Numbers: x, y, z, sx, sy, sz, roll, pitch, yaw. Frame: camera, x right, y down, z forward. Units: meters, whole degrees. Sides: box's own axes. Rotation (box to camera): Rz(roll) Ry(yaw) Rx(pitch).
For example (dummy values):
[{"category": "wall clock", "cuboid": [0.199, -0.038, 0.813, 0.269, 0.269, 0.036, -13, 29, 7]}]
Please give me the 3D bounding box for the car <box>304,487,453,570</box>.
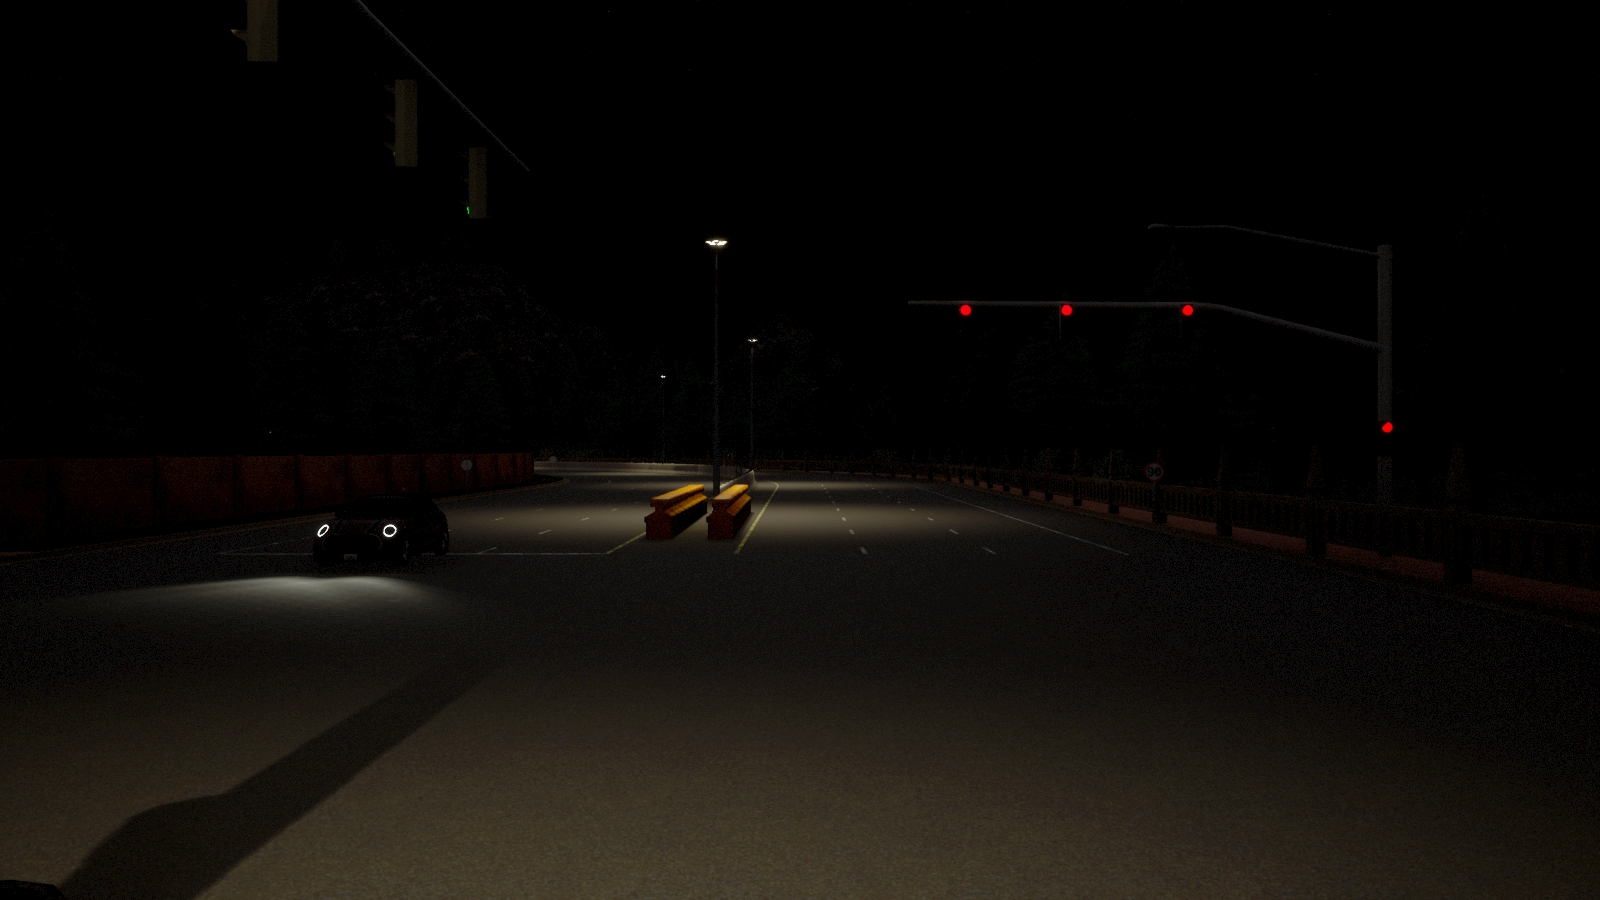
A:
[{"category": "car", "cuboid": [-10.504, 1.906, 28.861, 2.097, 1.767, 4.553, 0, 0, 0]}]
